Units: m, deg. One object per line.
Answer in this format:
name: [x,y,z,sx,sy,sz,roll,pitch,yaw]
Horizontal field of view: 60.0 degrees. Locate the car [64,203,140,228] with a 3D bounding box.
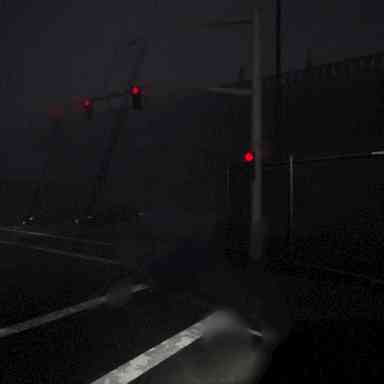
car: [-5.715,1.547,22.579,2.128,1.511,4.902,0,0,35]

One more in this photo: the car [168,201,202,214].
car: [-0.723,1.619,35.633,1.994,1.385,4.181,0,0,35]

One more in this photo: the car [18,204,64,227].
car: [-9.287,1.603,23.710,2.033,1.411,5.357,0,0,38]

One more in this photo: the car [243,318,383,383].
car: [2.940,1.547,1.869,5.357,1.411,2.033,0,0,36]

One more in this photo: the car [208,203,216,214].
car: [3.501,1.581,35.530,1.812,1.442,4.674,0,0,35]
